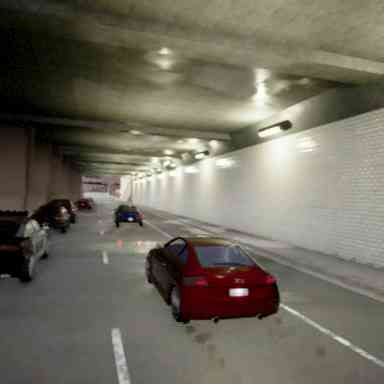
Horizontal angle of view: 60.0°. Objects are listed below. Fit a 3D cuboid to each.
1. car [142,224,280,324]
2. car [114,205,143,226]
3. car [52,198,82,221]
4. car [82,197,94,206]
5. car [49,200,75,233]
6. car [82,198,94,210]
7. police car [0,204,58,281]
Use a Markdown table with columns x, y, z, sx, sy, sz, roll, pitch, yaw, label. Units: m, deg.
| x | y | z | sx | sy | sz | roll | pitch | yaw | label |
| --- | --- | --- | --- | --- | --- | --- | --- | --- | --- |
| 0.202 | 1.665 | 7.539 | 1.994 | 1.385 | 4.181 | 2 | -1 | -17 | car |
| -4.704 | 1.643 | 24.349 | 1.812 | 1.442 | 4.674 | 2 | -1 | -16 | car |
| -9.654 | 1.281 | 24.773 | 2.097 | 1.767 | 4.553 | 2 | -1 | -16 | car |
| -18.026 | 1.611 | 57.735 | 1.895 | 1.301 | 4.718 | 2 | -1 | -16 | car |
| -8.019 | 1.449 | 19.031 | 1.812 | 1.442 | 4.674 | 2 | -1 | -16 | car |
| -14.313 | 1.549 | 43.949 | 1.994 | 1.385 | 4.181 | 2 | -1 | -16 | car |
| -5.299 | 1.337 | 9.523 | 1.930 | 1.638 | 5.238 | 2 | -1 | -16 | police car |
